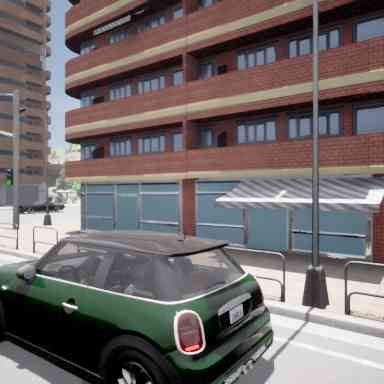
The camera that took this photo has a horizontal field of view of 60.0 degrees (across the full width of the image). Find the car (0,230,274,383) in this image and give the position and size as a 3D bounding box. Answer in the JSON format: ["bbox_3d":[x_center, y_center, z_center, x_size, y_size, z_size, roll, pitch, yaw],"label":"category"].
[{"bbox_3d":[-1.241,1.352,4.879,4.553,1.767,2.097,0,0,36],"label":"car"}]

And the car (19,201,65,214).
[{"bbox_3d":[-16.242,1.600,35.687,1.895,1.301,4.718,0,0,36],"label":"car"}]
